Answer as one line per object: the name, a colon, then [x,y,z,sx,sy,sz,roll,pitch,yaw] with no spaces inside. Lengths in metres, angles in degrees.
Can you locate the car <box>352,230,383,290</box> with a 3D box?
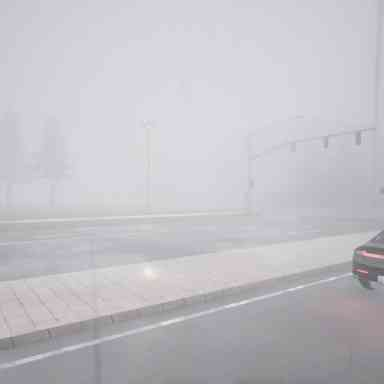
car: [5.717,1.491,7.848,4.902,1.511,2.128,0,0,-36]
